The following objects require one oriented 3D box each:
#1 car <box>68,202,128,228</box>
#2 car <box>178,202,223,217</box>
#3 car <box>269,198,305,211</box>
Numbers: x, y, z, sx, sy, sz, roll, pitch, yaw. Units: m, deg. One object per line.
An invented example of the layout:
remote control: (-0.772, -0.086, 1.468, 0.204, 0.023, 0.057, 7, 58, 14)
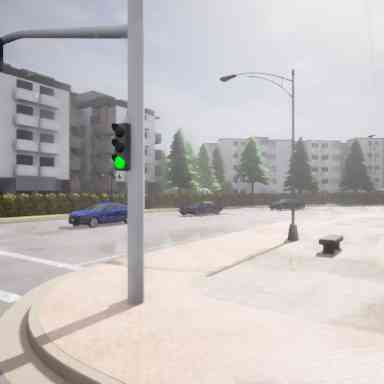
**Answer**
car: (-5.984, 1.476, 22.629, 1.882, 1.535, 5.008, 0, 0, 34)
car: (0.844, 1.599, 31.966, 1.895, 1.301, 4.718, 0, 0, 42)
car: (11.665, 1.476, 40.803, 5.008, 1.535, 1.882, 0, 0, -30)
